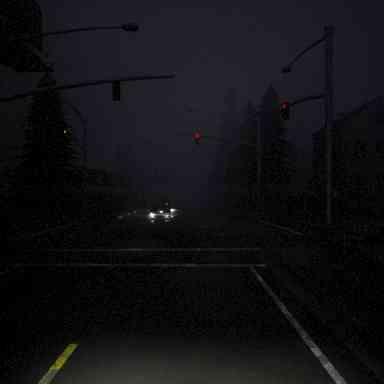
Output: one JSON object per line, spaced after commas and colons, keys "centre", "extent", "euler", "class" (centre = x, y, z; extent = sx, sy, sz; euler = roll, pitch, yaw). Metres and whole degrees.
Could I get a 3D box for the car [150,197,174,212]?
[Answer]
{"centre": [-3.525, 1.352, 38.105], "extent": [2.097, 1.767, 4.553], "euler": [0, 0, 0], "class": "car"}
